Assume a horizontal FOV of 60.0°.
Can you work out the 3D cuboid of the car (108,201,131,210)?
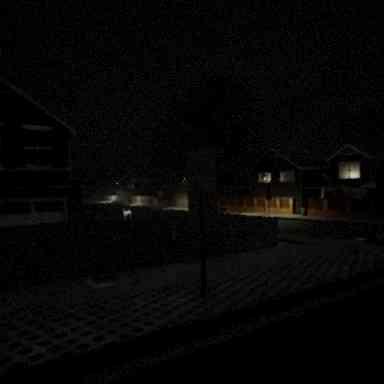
[{"bbox_3d":[-10.120,1.889,46.558,1.895,1.301,4.718,-2,1,-31],"label":"car"}]
